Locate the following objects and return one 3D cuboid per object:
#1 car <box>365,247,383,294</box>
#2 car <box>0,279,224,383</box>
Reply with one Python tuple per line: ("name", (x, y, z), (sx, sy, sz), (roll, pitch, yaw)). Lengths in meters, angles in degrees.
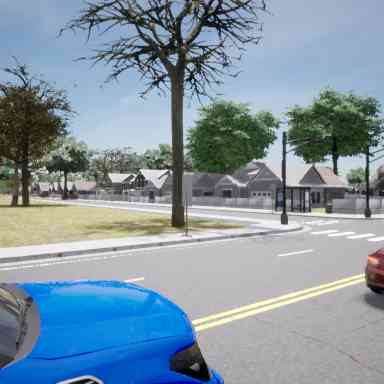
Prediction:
("car", (5.677, 1.525, 7.464), (4.674, 1.442, 1.812), (0, 0, -36))
("car", (-2.399, 1.222, 1.730), (5.566, 2.045, 2.150), (0, 0, -36))
